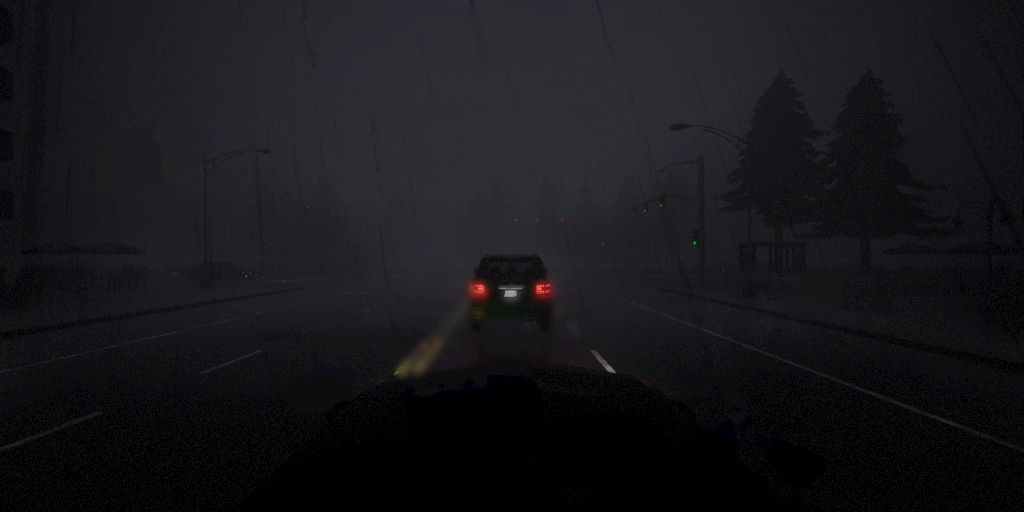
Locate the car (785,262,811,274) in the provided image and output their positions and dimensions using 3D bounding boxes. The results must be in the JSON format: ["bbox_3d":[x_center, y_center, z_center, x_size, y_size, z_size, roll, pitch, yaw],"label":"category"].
[{"bbox_3d":[30.612,1.295,38.206,4.718,1.301,1.895,0,0,1],"label":"car"}]

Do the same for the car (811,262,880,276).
[{"bbox_3d":[32.705,1.242,34.701,5.357,1.411,2.033,0,0,1],"label":"car"}]

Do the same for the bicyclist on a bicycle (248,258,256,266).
[{"bbox_3d":[-30.088,0.995,41.582,0.582,1.620,1.656,0,0,0],"label":"bicyclist on a bicycle"}]

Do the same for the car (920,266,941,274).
[{"bbox_3d":[45.444,1.295,36.680,4.718,1.301,1.895,0,0,15],"label":"car"}]

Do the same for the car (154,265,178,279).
[{"bbox_3d":[-26.663,1.242,30.609,5.357,1.411,2.033,0,0,-1],"label":"car"}]

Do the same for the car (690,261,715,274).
[{"bbox_3d":[21.507,1.220,38.202,4.674,1.442,1.812,0,0,0],"label":"car"}]

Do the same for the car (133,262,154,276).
[{"bbox_3d":[-37.168,1.242,34.025,5.357,1.411,2.033,0,0,-5],"label":"car"}]

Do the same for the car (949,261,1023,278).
[{"bbox_3d":[44.526,1.187,33.262,4.902,1.511,2.128,0,0,15],"label":"car"}]

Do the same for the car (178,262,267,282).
[{"bbox_3d":[-21.765,1.201,27.108,4.892,1.490,1.837,-1,0,0],"label":"car"}]

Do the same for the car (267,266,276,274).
[{"bbox_3d":[-27.847,1.295,37.818,4.718,1.301,1.895,0,0,0],"label":"car"}]

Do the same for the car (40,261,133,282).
[{"bbox_3d":[-32.285,1.172,26.972,5.008,1.535,1.882,0,0,-2],"label":"car"}]

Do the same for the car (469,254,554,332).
[{"bbox_3d":[-0.018,0.971,11.060,2.150,2.045,5.566,0,0,0],"label":"car"}]

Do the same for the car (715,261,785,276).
[{"bbox_3d":[22.954,1.186,34.707,4.902,1.511,2.128,0,0,0],"label":"car"}]
